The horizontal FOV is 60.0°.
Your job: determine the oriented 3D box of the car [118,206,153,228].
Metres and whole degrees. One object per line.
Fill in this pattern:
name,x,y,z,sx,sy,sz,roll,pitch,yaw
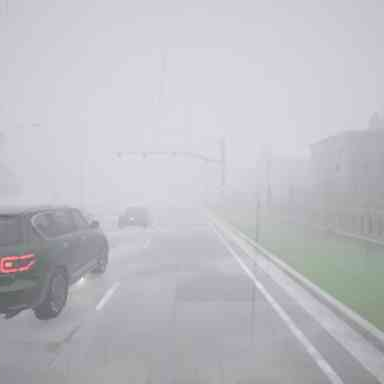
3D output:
car,-3.850,1.683,23.138,1.994,1.385,4.181,-1,0,-1

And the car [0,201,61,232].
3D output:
car,-10.843,1.552,22.699,2.097,1.767,4.553,-1,0,-1

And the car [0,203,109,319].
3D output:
car,-3.528,1.288,7.610,2.150,2.045,5.566,-1,0,-1

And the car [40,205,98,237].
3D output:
car,-7.291,1.656,20.279,1.837,1.490,4.892,-1,0,-1
